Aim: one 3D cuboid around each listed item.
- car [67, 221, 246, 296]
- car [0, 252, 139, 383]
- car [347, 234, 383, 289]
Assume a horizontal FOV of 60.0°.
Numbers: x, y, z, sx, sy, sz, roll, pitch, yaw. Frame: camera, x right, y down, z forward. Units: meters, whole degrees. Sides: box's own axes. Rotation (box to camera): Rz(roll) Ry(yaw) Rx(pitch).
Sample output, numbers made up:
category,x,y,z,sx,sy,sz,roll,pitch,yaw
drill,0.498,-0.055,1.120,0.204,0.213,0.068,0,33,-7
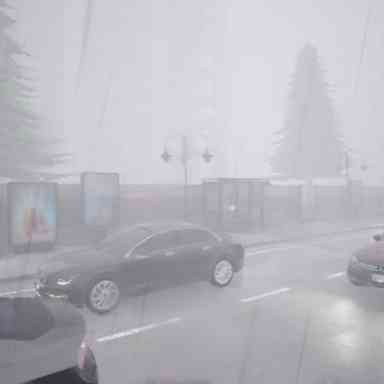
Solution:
category,x,y,z,sx,sy,sz,roll,pitch,yaw
car,-0.916,1.492,7.652,4.892,1.490,1.837,-1,0,-36
car,-3.013,1.510,1.832,4.902,1.511,2.128,0,0,-36
car,5.666,1.466,8.061,4.674,1.442,1.812,-1,0,-36
